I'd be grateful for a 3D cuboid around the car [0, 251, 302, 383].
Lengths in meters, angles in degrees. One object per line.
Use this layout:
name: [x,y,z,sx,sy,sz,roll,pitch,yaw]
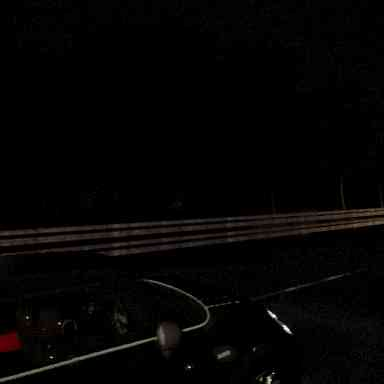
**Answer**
car: [-1.085,1.352,2.975,4.553,1.767,2.097,0,0,-36]
